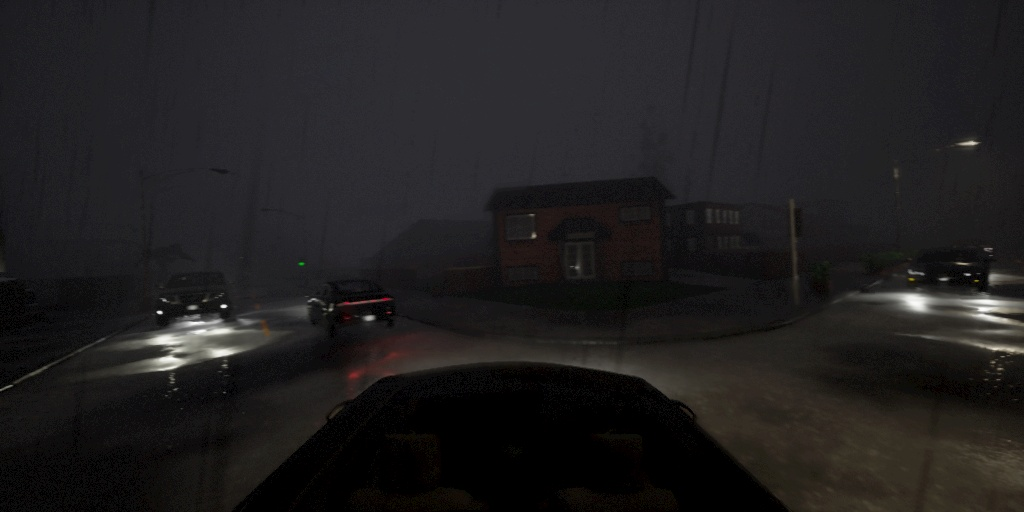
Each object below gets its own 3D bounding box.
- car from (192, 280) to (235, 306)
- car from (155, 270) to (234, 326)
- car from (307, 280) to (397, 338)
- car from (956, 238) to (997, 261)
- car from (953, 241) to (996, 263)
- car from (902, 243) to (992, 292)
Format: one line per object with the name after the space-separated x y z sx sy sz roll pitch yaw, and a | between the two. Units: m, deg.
-19.680 2.362 23.807 1.895 1.301 4.718 -3 0 -36 | car
-13.669 1.670 15.699 2.150 2.045 5.566 -3 0 -36 | car
-5.260 1.519 11.498 2.128 1.511 4.902 -3 0 -37 | car
32.713 -0.461 25.602 4.553 1.767 2.097 -3 0 -37 | car
24.606 0.122 19.619 5.357 1.411 2.033 -3 0 -37 | car
16.699 0.456 13.729 4.892 1.490 1.837 -3 0 -37 | car
